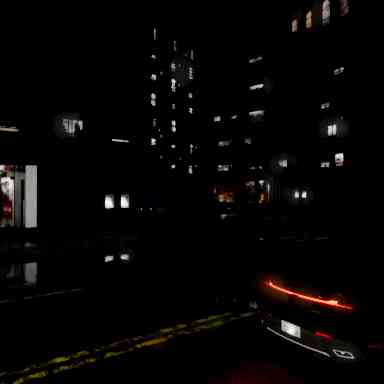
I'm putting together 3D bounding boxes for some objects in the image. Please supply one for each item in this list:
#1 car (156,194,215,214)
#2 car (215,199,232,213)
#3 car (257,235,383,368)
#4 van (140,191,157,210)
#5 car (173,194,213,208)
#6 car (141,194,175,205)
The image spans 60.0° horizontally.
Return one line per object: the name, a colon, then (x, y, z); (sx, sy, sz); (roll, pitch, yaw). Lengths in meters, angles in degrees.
car: (-0.585, 1.137, 29.243); (4.403, 1.369, 2.008); (1, 0, 37)
car: (1.447, 1.129, 30.938); (4.674, 1.442, 1.812); (1, 1, 37)
car: (3.260, 1.507, 5.639); (4.892, 1.490, 1.837); (0, 0, -35)
van: (-4.993, 0.817, 32.568); (3.998, 1.788, 1.690); (1, 0, 37)
car: (0.069, 1.041, 39.241); (4.403, 1.369, 2.008); (1, 0, 37)
car: (-4.345, 0.961, 42.564); (4.206, 1.307, 1.802); (1, 0, 37)
